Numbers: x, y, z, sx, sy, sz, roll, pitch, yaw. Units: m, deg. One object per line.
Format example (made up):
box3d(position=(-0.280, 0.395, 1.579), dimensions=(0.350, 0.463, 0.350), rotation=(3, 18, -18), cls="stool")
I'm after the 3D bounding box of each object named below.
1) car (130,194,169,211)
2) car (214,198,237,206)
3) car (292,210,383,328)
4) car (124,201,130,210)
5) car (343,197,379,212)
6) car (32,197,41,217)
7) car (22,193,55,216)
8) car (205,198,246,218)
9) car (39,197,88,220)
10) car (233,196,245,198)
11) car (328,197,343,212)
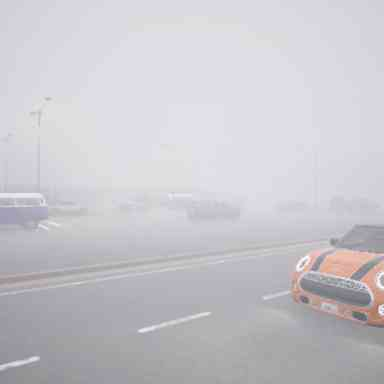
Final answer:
box3d(position=(-6.283, 1.410, 49.004), dimensions=(4.605, 1.855, 1.932), rotation=(1, 0, -36), cls="car")
box3d(position=(6.177, 1.835, 61.673), dimensions=(3.806, 1.475, 1.970), rotation=(1, 0, -36), cls="car")
box3d(position=(4.188, 1.429, 7.075), dimensions=(4.553, 1.767, 2.097), rotation=(1, 0, -36), cls="car")
box3d(position=(-7.936, 1.622, 51.383), dimensions=(3.905, 1.438, 1.784), rotation=(1, 0, -36), cls="car")
box3d(position=(21.105, 1.586, 41.106), dimensions=(4.605, 1.855, 1.932), rotation=(1, 0, -36), cls="car")
box3d(position=(-13.579, 1.463, 33.515), dimensions=(3.905, 1.438, 1.784), rotation=(1, 0, -36), cls="car")
box3d(position=(-15.197, 1.252, 35.656), dimensions=(4.605, 1.855, 1.932), rotation=(1, 0, -36), cls="car")
box3d(position=(3.728, 1.649, 35.391), dimensions=(3.806, 1.475, 1.970), rotation=(1, 0, -36), cls="car")
box3d(position=(-11.877, 1.493, 31.173), dimensions=(3.806, 1.475, 1.970), rotation=(1, 0, -36), cls="car")
box3d(position=(7.873, 1.595, 59.326), dimensions=(3.866, 1.878, 1.905), rotation=(1, 0, -36), cls="car")
box3d(position=(19.446, 1.590, 43.479), dimensions=(3.866, 1.878, 1.905), rotation=(1, 0, -36), cls="car")
